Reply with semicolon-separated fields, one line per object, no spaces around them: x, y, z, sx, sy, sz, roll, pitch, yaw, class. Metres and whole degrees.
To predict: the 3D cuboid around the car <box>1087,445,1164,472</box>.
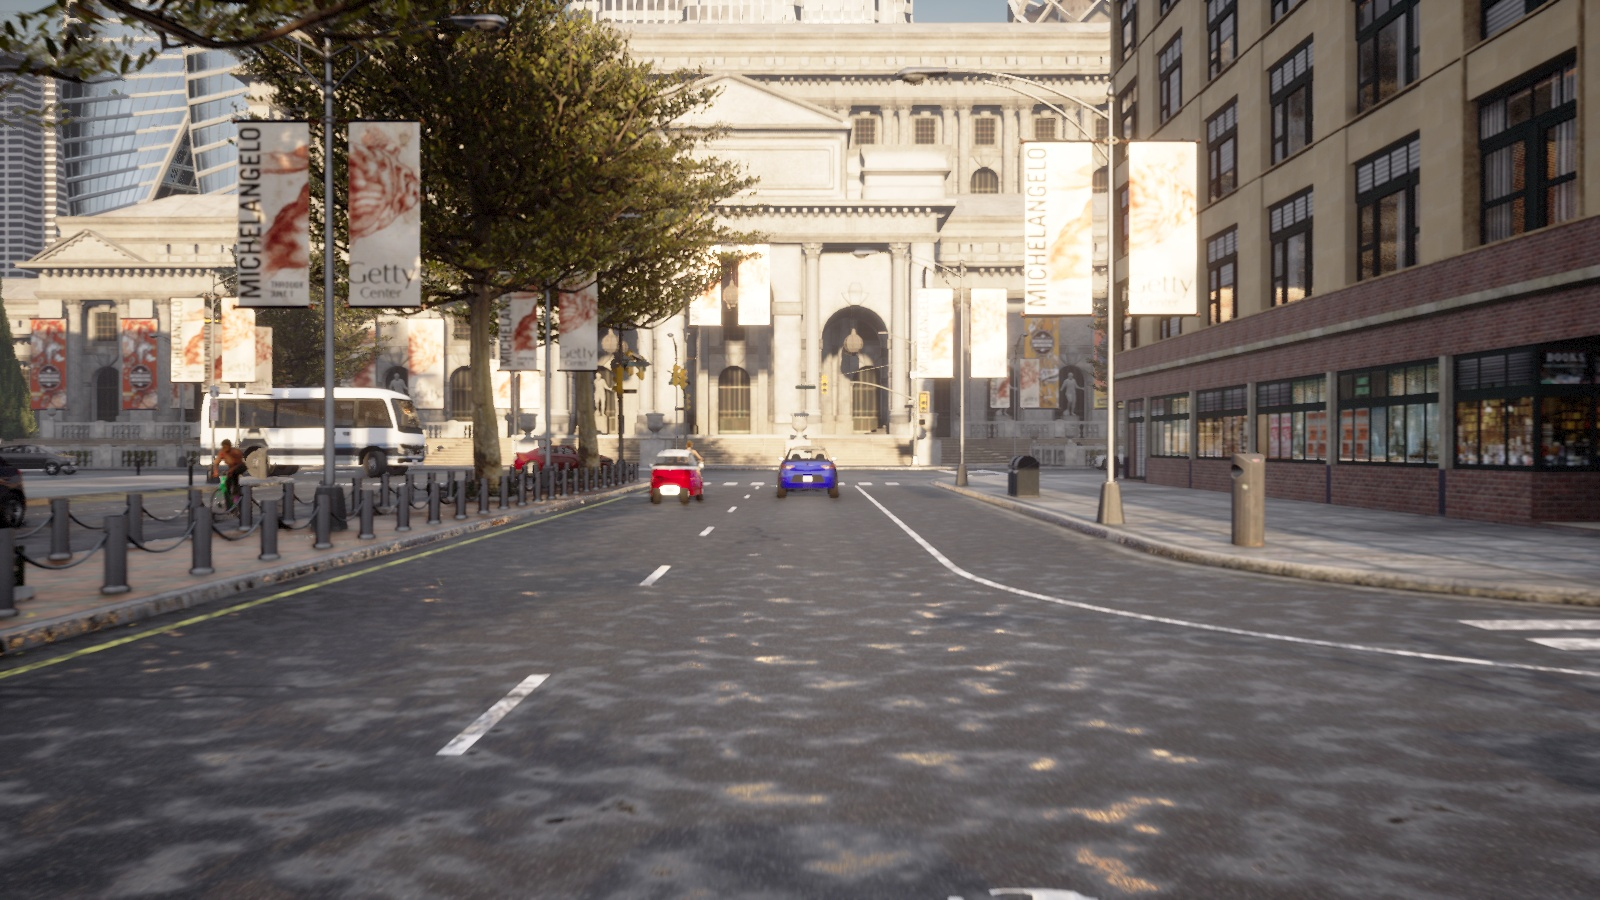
18.146;0.444;70.112;3.806;1.475;1.970;0;0;1;car

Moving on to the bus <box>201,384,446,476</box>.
-22.771;-0.891;60.409;10.273;4.253;3.944;0;-1;5;bus

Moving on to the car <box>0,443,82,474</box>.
-38.740;0.437;63.661;3.705;1.549;1.789;0;0;0;car

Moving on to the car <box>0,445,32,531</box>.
-14.864;0.662;20.963;1.845;1.501;3.633;0;0;0;car

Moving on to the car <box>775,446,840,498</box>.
0.228;0.610;37.262;1.816;1.474;4.193;0;0;0;car

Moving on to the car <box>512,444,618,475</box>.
-11.812;0.459;63.403;5.008;1.535;1.882;0;0;1;car

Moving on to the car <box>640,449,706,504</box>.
-3.297;0.666;32.864;1.481;1.376;2.207;0;1;0;car

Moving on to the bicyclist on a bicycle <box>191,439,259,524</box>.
-11.343;0.590;24.832;0.582;1.620;1.656;0;1;0;bicyclist on a bicycle
